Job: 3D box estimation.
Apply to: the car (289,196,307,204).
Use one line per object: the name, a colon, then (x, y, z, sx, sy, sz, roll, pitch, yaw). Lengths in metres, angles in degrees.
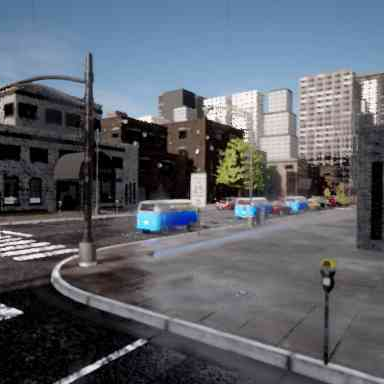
car: (20.450, 1.575, 63.982, 1.887, 1.381, 4.507, 1, 0, 35)

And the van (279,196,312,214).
van: (11.427, 1.393, 36.558, 1.690, 1.788, 3.998, 1, 0, 35)

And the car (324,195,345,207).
car: (20.950, 1.421, 50.114, 2.192, 1.841, 5.009, 1, 0, 35)

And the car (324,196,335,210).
car: (17.773, 1.653, 45.595, 1.947, 1.339, 4.313, 1, 0, 35)

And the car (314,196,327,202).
car: (29.972, 1.661, 77.537, 1.947, 1.339, 4.313, 1, 0, 35)

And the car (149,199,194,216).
car: (-1.867, 1.429, 32.215, 1.752, 1.417, 4.829, 1, 0, 35)

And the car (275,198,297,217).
car: (8.250, 1.580, 32.040, 1.887, 1.381, 4.507, 1, 0, 35)

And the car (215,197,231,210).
car: (4.580, 1.377, 41.392, 1.967, 1.590, 4.097, 1, 0, 35)

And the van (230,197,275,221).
van: (5.078, 1.360, 27.522, 1.690, 1.788, 3.998, 1, 0, 35)

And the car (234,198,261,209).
car: (7.753, 1.499, 45.910, 1.887, 1.381, 4.507, 1, 0, 35)

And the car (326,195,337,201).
car: (36.321, 1.581, 86.572, 1.967, 1.590, 4.097, 1, 0, 35)

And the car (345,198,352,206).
car: (24.125, 1.440, 54.632, 2.192, 1.841, 5.009, 1, 0, 35)

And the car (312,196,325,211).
car: (14.697, 1.595, 41.217, 1.752, 1.417, 4.829, 1, 0, 35)

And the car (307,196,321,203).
car: (26.700, 1.598, 72.879, 1.752, 1.417, 4.829, 1, 0, 35)

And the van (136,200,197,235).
van: (-1.270, 1.332, 18.486, 1.690, 1.788, 3.998, 1, 0, 35)

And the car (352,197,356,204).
car: (27.394, 1.671, 59.290, 1.752, 1.417, 4.829, 1, 0, 35)
